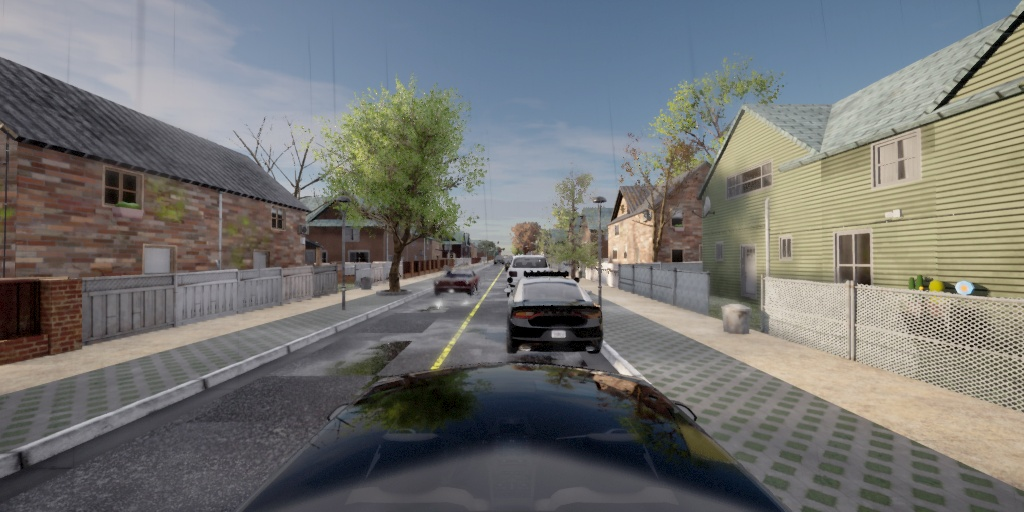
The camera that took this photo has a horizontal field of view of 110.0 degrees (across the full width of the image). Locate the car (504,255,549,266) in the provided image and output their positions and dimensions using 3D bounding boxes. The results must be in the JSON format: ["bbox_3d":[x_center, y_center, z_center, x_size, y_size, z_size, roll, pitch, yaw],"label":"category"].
[{"bbox_3d":[0.833,0.978,18.848,2.150,2.045,5.566,0,0,0],"label":"car"}]

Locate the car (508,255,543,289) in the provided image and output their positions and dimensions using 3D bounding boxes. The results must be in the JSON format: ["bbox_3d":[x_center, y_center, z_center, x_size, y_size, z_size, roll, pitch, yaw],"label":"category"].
[{"bbox_3d":[0.836,0.979,24.849,2.150,2.045,5.566,0,0,0],"label":"car"}]

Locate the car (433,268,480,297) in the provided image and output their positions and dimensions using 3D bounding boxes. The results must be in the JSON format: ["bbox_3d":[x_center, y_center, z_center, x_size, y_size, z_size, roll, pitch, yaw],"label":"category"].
[{"bbox_3d":[-2.842,1.354,19.156,1.895,1.301,4.718,0,0,0],"label":"car"}]

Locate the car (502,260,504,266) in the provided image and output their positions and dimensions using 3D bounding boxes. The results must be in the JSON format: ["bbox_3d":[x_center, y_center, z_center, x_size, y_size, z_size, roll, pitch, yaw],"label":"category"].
[{"bbox_3d":[0.051,1.348,46.662,1.895,1.301,4.718,0,0,1],"label":"car"}]

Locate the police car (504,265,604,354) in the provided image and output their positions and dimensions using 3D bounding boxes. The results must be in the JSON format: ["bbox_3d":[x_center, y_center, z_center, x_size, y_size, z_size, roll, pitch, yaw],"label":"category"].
[{"bbox_3d":[0.828,1.177,8.925,1.930,1.638,5.238,0,0,0],"label":"police car"}]
